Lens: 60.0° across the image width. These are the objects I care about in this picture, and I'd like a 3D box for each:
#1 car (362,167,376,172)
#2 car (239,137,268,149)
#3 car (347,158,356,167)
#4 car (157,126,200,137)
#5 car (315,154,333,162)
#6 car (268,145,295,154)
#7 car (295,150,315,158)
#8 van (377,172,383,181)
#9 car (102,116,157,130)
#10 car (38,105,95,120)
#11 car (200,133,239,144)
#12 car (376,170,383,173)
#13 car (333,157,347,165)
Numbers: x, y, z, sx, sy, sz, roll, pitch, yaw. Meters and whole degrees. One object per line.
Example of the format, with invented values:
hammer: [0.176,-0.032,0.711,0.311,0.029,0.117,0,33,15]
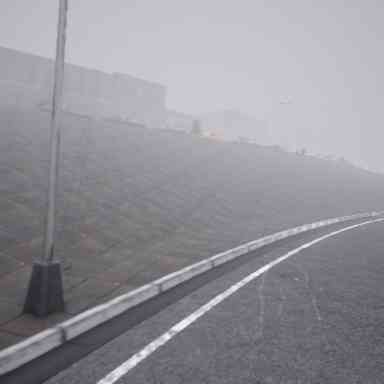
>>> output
car: [35.558,-4.298,68.550,2.002,1.452,4.674,6,1,44]
car: [6.952,-5.973,42.204,4.553,1.767,2.185,3,2,-38]
car: [27.880,-5.064,60.640,5.566,2.045,2.435,3,2,-44]
car: [-1.885,-6.250,35.537,4.674,1.452,2.002,3,2,-35]
car: [19.670,-5.242,52.953,4.892,1.521,2.231,3,2,-41]
car: [11.386,-5.603,45.816,4.792,1.488,2.163,3,2,-39]
car: [15.601,-5.393,49.372,4.674,1.452,2.002,3,2,-40]
van: [46.673,-3.731,81.071,1.878,1.987,4.442,6,1,41]
car: [-6.409,-6.518,32.336,4.892,1.521,2.231,3,2,-34]
car: [-10.972,-6.734,29.238,4.892,1.521,2.231,3,2,-34]
car: [2.576,-6.065,38.832,5.008,1.535,2.097,3,2,-36]
car: [39.305,-4.038,72.626,2.002,1.452,4.674,6,1,42]
car: [23.820,-5.160,56.767,4.553,1.767,2.185,3,2,-43]
